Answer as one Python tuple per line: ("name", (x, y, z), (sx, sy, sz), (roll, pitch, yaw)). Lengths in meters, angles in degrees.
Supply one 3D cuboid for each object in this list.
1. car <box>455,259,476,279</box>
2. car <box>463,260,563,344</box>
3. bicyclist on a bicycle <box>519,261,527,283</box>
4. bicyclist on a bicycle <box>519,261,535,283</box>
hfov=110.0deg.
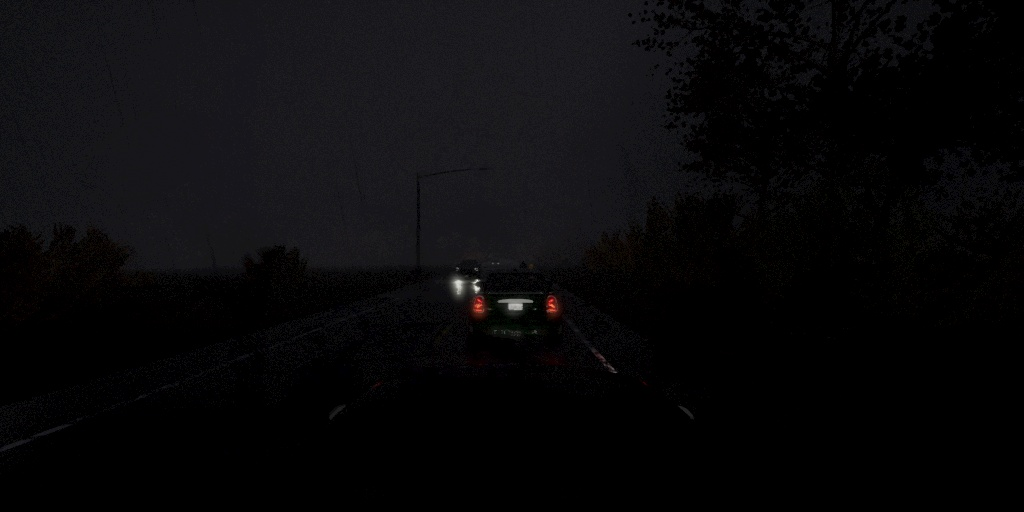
("car", (-3.761, 1.091, 31.880), (2.097, 1.767, 4.553), (0, 0, 0))
("car", (0.073, 1.099, 9.751), (2.097, 1.767, 4.553), (0, 0, 0))
("bicyclist on a bicycle", (0.842, 1.193, 27.212), (0.582, 1.620, 1.656), (0, 0, 0))
("bicyclist on a bicycle", (0.904, 1.180, 17.095), (0.866, 1.612, 1.509), (0, 0, 0))
